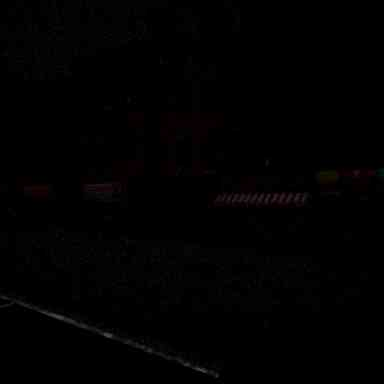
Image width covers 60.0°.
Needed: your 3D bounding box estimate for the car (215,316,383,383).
[{"bbox_3d":[2.335,1.307,1.160,5.009,1.841,2.192,0,-1,36],"label":"car"}]
